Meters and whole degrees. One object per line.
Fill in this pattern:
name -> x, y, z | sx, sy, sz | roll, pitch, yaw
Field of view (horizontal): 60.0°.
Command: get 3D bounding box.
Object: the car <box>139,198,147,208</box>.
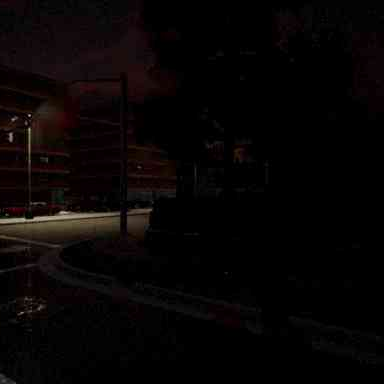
car -> -7.306, 1.564, 45.296 | 1.994, 1.385, 4.181 | 0, 0, 36

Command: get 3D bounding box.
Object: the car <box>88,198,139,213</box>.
car -> -8.741, 1.476, 37.373 | 1.882, 1.535, 5.008 | 0, 0, 36

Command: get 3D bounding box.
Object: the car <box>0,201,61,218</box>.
car -> -14.274, 1.601, 29.772 | 1.895, 1.301, 4.718 | 0, 0, 33

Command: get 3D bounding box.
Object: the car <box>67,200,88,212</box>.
car -> -12.209, 1.562, 38.525 | 1.994, 1.385, 4.181 | 0, 0, 37

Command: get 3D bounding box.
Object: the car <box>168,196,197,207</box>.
car -> -1.408, 1.492, 53.402 | 2.128, 1.511, 4.902 | 0, 0, 36

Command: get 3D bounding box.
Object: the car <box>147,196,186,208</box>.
car -> -3.418, 1.352, 44.701 | 2.097, 1.767, 4.553 | 0, 0, 36
